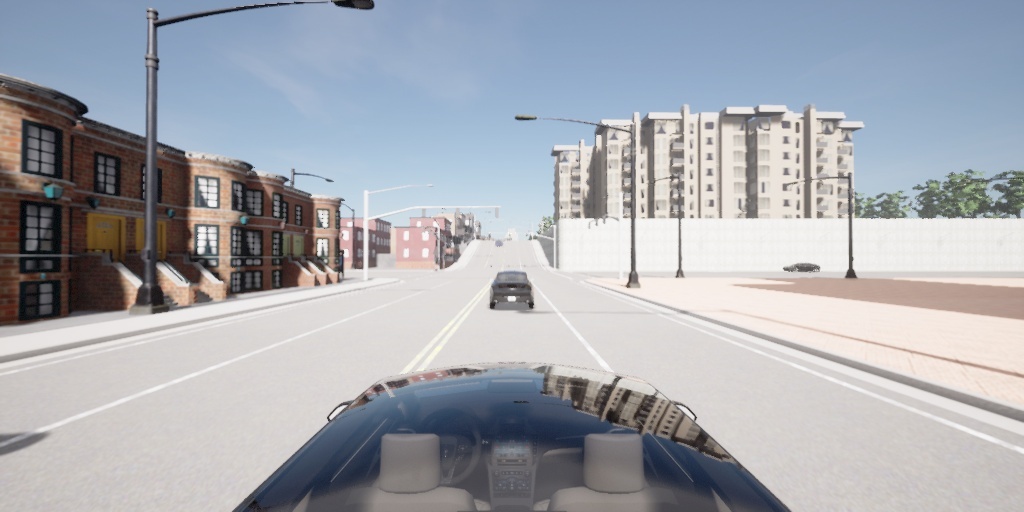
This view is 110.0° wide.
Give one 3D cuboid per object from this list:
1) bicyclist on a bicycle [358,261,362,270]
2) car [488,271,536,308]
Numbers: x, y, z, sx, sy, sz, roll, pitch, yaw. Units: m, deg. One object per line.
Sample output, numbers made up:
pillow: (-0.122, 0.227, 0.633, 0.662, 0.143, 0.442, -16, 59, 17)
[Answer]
bicyclist on a bicycle: (-25.270, 1.591, 59.691, 0.582, 1.620, 1.656, 0, 0, 0)
car: (0.001, 1.392, 16.150, 1.837, 1.490, 4.892, 0, 0, 0)
